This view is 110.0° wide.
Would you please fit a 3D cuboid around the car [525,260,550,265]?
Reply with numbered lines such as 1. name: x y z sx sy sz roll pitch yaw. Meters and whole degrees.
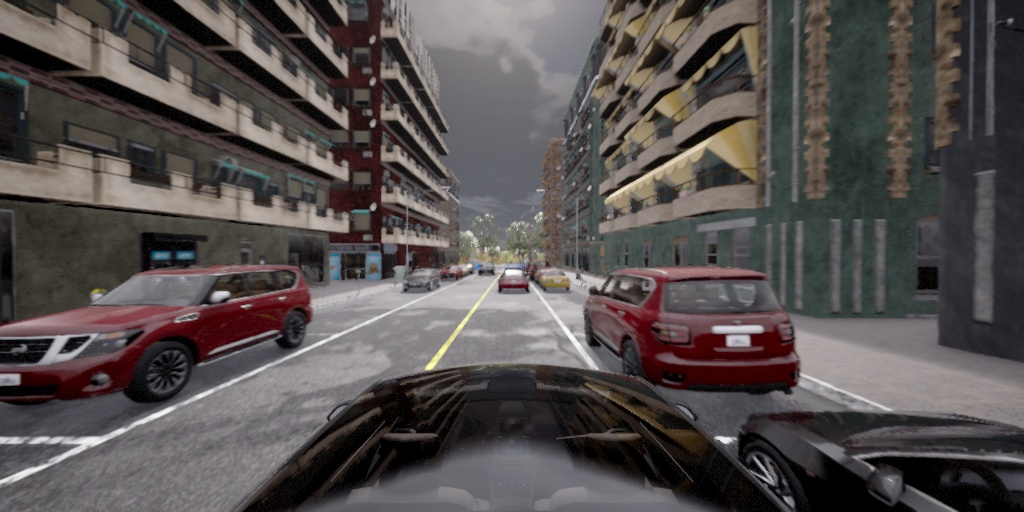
1. car: 2.697 1.305 34.234 2.192 1.841 5.009 0 0 0

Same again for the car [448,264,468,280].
1. car: -5.684 1.535 34.188 1.888 1.381 4.507 0 0 0

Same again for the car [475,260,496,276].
1. car: -2.994 1.539 43.467 1.882 1.535 5.008 0 -1 0

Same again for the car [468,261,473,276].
1. car: -5.683 1.556 39.543 1.751 1.417 4.829 0 0 0

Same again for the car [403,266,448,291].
1. car: -5.686 1.459 23.139 2.007 1.370 4.403 0 0 0

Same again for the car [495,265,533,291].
1. car: 0.105 1.475 23.322 1.994 1.385 4.181 0 0 0

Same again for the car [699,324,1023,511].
1. car: 2.690 1.311 1.090 1.948 1.339 4.313 0 0 0

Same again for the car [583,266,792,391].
1. car: 2.691 1.101 6.614 2.192 1.841 5.009 0 0 0

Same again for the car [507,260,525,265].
1. car: 0.107 1.508 39.677 1.882 1.535 5.008 0 0 0

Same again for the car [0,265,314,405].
1. car: -5.690 1.101 6.567 2.192 1.841 5.009 0 0 0

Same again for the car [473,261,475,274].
1. car: -5.681 1.637 45.236 1.948 1.339 4.313 0 0 0

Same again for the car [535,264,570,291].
1. car: 2.695 1.434 23.356 1.751 1.417 4.829 0 0 0

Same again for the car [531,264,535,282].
1. car: 2.696 1.532 28.711 1.802 1.307 4.207 0 0 0
